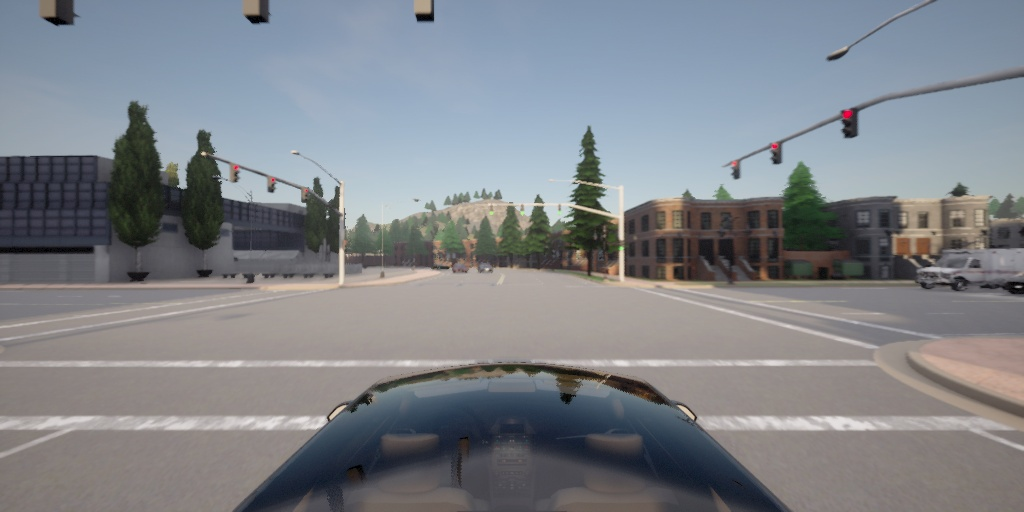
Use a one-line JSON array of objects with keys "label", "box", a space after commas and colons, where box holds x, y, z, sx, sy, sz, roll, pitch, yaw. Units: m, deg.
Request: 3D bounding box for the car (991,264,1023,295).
[{"label": "car", "box": [27.825, 1.282, 17.946, 4.892, 1.490, 1.837, 0, -1, 1]}]

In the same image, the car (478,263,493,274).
[{"label": "car", "box": [-3.751, 1.693, 50.548, 2.128, 1.511, 4.902, 0, -1, -10]}]

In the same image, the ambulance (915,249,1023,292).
[{"label": "ambulance", "box": [28.075, 0.839, 21.375, 6.366, 2.431, 2.351, 0, -1, 1]}]

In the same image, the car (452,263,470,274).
[{"label": "car", "box": [-7.181, 1.775, 49.911, 1.994, 1.385, 4.181, 0, -1, -10]}]
